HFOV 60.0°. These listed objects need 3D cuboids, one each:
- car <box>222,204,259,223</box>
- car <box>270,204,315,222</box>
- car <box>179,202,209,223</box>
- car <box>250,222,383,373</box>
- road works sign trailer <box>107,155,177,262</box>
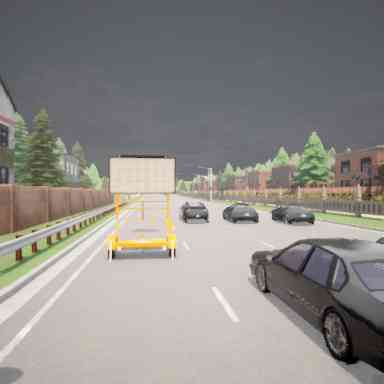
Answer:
[{"bbox_3d":[3.650,1.578,25.624,1.994,1.385,4.181,0,0,-7],"label":"car"},{"bbox_3d":[7.315,1.578,24.555,1.994,1.385,4.181,0,0,-7],"label":"car"},{"bbox_3d":[0.090,1.504,25.883,2.128,1.511,4.902,0,0,-7],"label":"car"},{"bbox_3d":[2.628,1.551,5.868,2.033,1.411,5.357,0,0,-7],"label":"car"},{"bbox_3d":[-1.799,0.470,12.172,2.380,3.560,2.880,0,0,-7],"label":"road works sign trailer"}]
